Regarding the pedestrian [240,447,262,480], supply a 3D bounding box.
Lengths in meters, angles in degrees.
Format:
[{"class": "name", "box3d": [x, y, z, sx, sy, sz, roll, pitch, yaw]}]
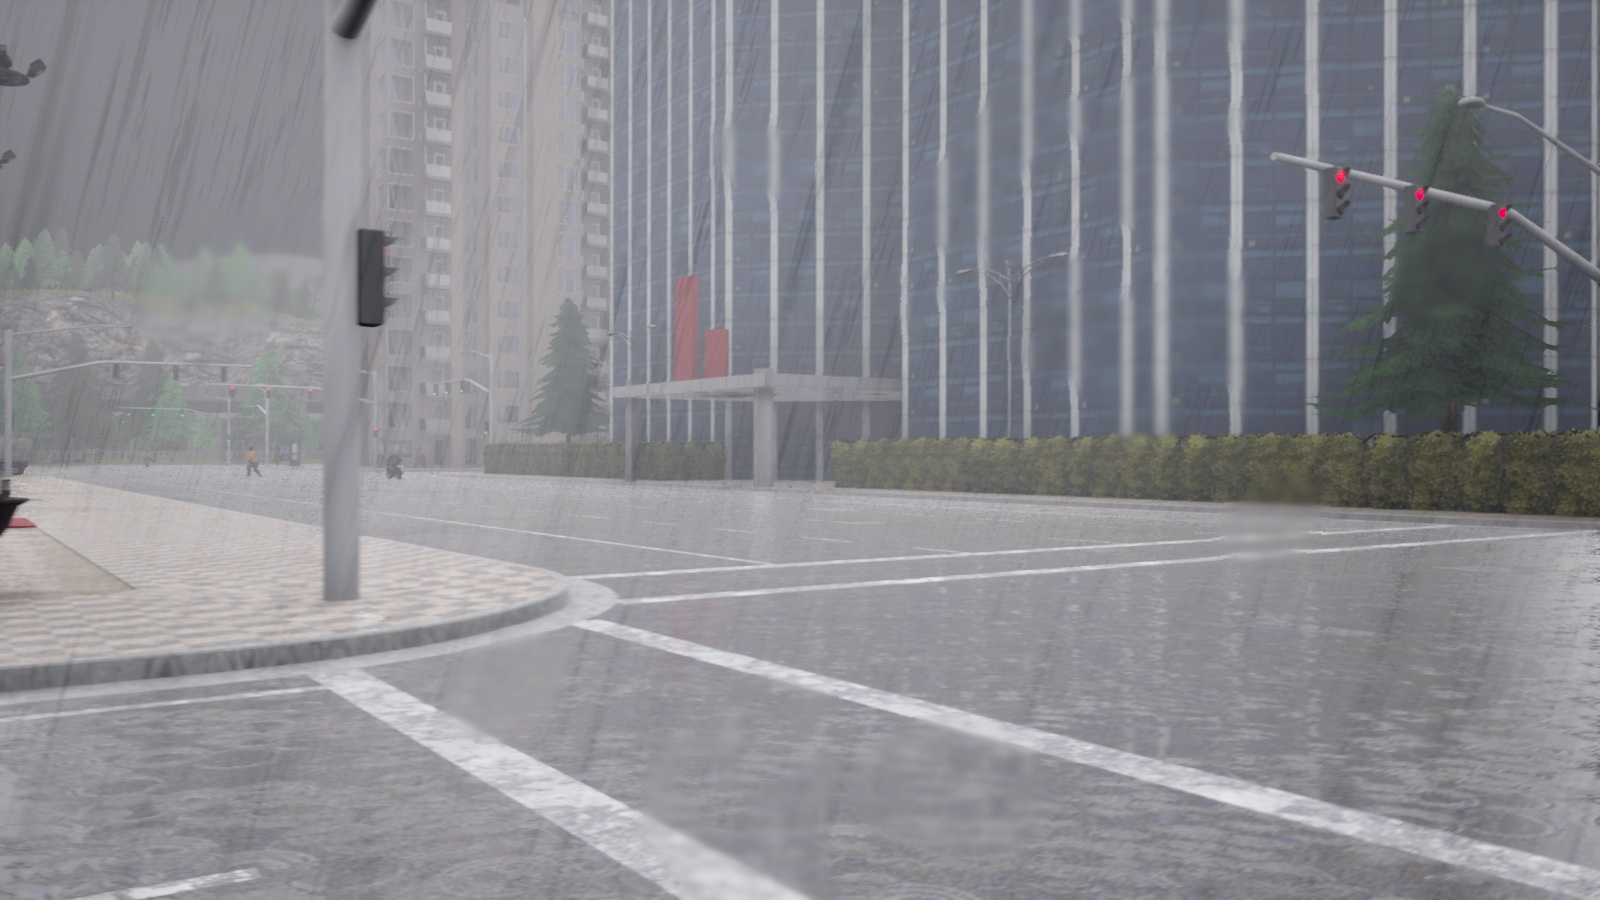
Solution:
[{"class": "pedestrian", "box3d": [-32.014, 0.780, 73.234, 0.874, 1.855, 0.900, 0, 0, 44]}]

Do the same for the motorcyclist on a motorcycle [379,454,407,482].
[{"class": "motorcyclist on a motorcycle", "box3d": [-22.489, 1.003, 69.381, 0.866, 1.530, 2.191, 0, 0, -35]}]

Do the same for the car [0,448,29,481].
[{"class": "car", "box3d": [-45.986, 0.818, 71.083, 3.866, 1.878, 1.905, 0, 0, -35]}]
